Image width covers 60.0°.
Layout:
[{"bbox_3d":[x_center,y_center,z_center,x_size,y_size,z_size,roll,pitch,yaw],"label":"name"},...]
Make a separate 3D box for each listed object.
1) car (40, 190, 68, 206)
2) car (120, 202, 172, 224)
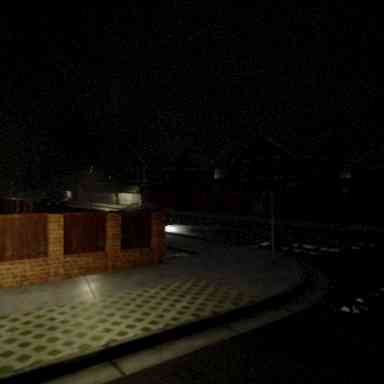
[{"bbox_3d":[-16.232,0.858,38.801,2.150,2.045,5.566,-2,2,-35],"label":"car"},{"bbox_3d":[-3.155,1.402,21.801,1.994,1.385,4.181,-2,2,-40],"label":"car"}]
